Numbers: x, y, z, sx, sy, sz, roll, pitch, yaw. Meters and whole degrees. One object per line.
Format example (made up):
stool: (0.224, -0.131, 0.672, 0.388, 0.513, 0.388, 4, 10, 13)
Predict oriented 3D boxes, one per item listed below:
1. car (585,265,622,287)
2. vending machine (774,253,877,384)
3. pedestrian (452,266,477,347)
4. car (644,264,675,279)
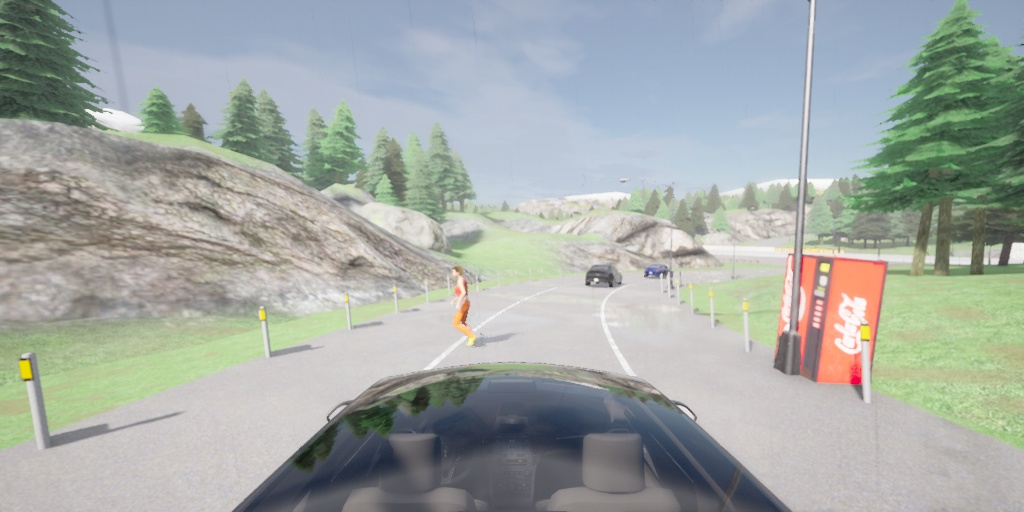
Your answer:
car: (6.652, 1.358, 25.727, 1.837, 1.490, 4.892, 2, 0, 27)
vending machine: (5.317, 0.989, 6.250, 1.100, 2.100, 0.880, 0, 0, 7)
pedestrian: (-1.087, 1.039, 7.800, 0.375, 1.860, 0.375, -4, 4, 8)
car: (15.717, 1.609, 38.208, 1.812, 1.442, 4.674, 4, 1, 43)
